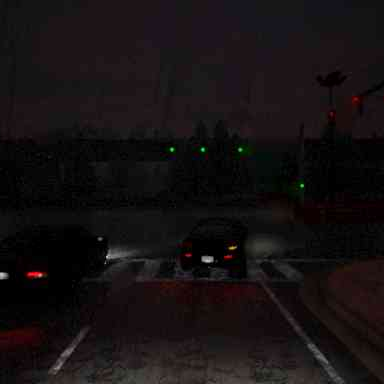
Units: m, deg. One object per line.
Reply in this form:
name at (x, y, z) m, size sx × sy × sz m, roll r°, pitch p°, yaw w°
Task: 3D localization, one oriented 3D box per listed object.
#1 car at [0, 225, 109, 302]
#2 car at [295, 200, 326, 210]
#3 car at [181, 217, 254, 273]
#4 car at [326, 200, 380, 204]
car at (-3.538, 1.565, 8.497) m, size 2.033 × 1.411 × 5.357 m, roll 0°, pitch 0°, yaw -2°
car at (14.084, 1.604, 37.654) m, size 4.674 × 1.442 × 1.812 m, roll 0°, pitch 0°, yaw 2°
car at (0.945, 1.548, 10.756) m, size 1.812 × 1.442 × 4.674 m, roll 0°, pitch 0°, yaw 14°
car at (16.886, 1.563, 34.142) m, size 4.902 × 1.511 × 2.128 m, roll 0°, pitch 0°, yaw 0°
